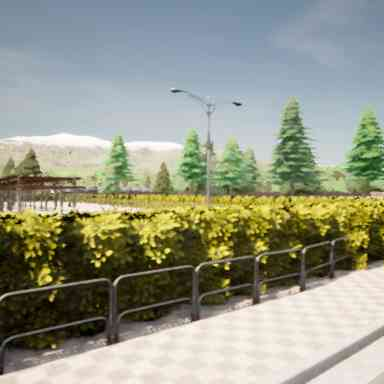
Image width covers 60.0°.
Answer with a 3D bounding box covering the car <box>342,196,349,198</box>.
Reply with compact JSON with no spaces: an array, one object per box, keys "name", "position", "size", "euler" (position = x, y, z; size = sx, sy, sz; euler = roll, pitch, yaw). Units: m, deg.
[{"name":"car","position":[38.883,1.702,84.554],"size":[1.895,1.301,4.718],"euler":[0,0,5]}]
